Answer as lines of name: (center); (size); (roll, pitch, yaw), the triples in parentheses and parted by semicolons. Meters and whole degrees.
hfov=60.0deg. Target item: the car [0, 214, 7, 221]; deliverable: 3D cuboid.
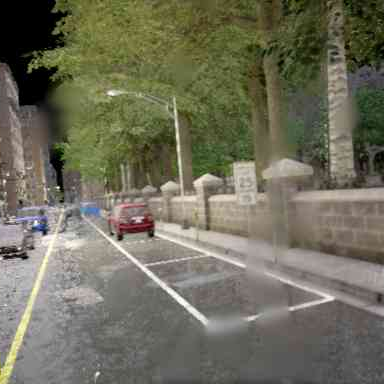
car: (-15.393, 2.801, 26.216); (1.887, 1.381, 4.507); (-5, 0, -21)

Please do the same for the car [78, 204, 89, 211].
car: (-23.424, 3.346, 71.602); (1.887, 1.381, 4.507); (-5, 0, -21)

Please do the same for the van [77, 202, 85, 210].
van: (-27.432, 3.437, 82.185); (1.690, 1.788, 3.998); (-5, 0, -21)

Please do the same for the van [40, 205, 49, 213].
van: (-37.370, 4.262, 84.455); (1.690, 1.788, 3.998); (-5, 0, -21)

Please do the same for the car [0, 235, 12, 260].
car: (-4.676, 1.878, 5.496); (2.128, 1.511, 4.902); (-5, 0, -20)

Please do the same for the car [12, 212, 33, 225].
car: (-21.378, 3.305, 42.100); (1.802, 1.307, 4.206); (-5, 0, -21)

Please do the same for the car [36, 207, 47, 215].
car: (-33.359, 4.194, 73.867); (1.947, 1.339, 4.313); (-5, 0, -21)

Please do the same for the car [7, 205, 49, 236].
car: (-11.997, 2.189, 24.944); (2.150, 2.045, 5.566); (-5, 1, -21)

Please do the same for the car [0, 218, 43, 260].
car: (-8.275, 2.223, 15.124); (2.033, 1.411, 5.357); (-5, 0, -21)

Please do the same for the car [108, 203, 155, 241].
car: (-3.489, 1.577, 18.679); (2.192, 1.841, 5.009); (-5, 0, -21)

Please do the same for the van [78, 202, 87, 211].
van: (-25.436, 3.290, 76.893); (1.690, 1.788, 3.998); (-5, 0, -21)

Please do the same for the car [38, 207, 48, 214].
car: (-35.357, 4.319, 79.161); (1.887, 1.381, 4.507); (-5, 0, -21)

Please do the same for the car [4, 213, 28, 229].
car: (-19.382, 3.150, 36.805); (1.802, 1.307, 4.206); (-5, 0, -21)

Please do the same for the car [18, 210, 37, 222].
car: (-23.378, 3.422, 47.394); (1.887, 1.381, 4.507); (-5, 0, -21)

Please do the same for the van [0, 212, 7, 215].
van: (-17.405, 2.754, 31.510); (1.690, 1.788, 3.998); (-5, 0, -21)

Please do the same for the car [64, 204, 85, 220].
car: (-15.131, 2.699, 42.340); (1.837, 1.490, 4.892); (-5, 0, -21)

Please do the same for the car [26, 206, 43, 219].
car: (-27.389, 3.497, 57.983); (2.192, 1.841, 5.009); (-5, 0, -21)

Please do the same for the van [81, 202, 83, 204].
van: (-15.458, 2.540, 50.433); (1.690, 1.788, 3.998); (-5, 0, -21)

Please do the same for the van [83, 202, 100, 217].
van: (-13.463, 2.386, 45.140); (1.690, 1.788, 3.998); (-5, 0, -21)
